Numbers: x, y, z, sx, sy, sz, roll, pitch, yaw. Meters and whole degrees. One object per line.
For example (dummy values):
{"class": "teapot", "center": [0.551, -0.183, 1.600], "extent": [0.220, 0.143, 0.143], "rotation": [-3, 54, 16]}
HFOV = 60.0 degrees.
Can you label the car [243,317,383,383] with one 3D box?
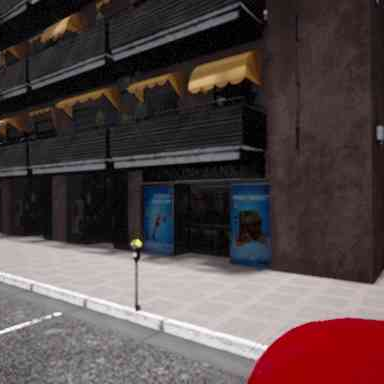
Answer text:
{"class": "car", "center": [2.496, 1.302, 1.100], "extent": [5.009, 1.841, 2.192], "rotation": [-1, 0, 36]}
